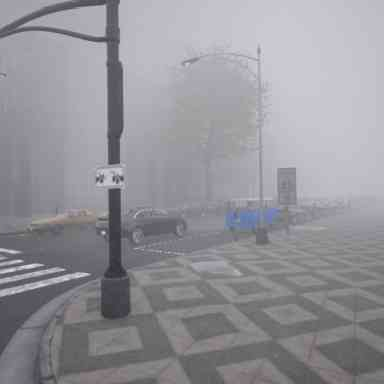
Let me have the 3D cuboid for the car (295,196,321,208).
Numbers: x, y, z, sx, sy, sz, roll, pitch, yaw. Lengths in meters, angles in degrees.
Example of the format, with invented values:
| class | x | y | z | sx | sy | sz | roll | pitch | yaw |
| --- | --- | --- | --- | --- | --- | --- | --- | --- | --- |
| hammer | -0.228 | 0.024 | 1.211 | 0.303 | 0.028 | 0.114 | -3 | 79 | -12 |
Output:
| class | x | y | z | sx | sy | sz | roll | pitch | yaw |
| --- | --- | --- | --- | --- | --- | --- | --- | --- | --- |
| car | 15.976 | 1.386 | 45.707 | 2.128 | 1.511 | 4.902 | -1 | -1 | 36 |

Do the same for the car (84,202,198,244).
| class | x | y | z | sx | sy | sz | roll | pitch | yaw |
| --- | --- | --- | --- | --- | --- | --- | --- | --- | --- |
| car | -2.156 | 1.429 | 15.387 | 2.128 | 1.511 | 4.902 | -1 | -1 | 36 |

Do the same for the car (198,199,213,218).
| class | x | y | z | sx | sy | sz | roll | pitch | yaw |
| --- | --- | --- | --- | --- | --- | --- | --- | --- | --- |
| car | -0.486 | 1.552 | 27.563 | 1.887 | 1.381 | 4.507 | -1 | 0 | 36 |

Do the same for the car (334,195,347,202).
| class | x | y | z | sx | sy | sz | roll | pitch | yaw |
| --- | --- | --- | --- | --- | --- | --- | --- | --- | --- |
| car | 33.185 | 1.415 | 74.332 | 1.887 | 1.381 | 4.507 | -1 | -1 | 36 |

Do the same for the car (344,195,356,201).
| class | x | y | z | sx | sy | sz | roll | pitch | yaw |
| --- | --- | --- | --- | --- | --- | --- | --- | --- | --- |
| car | 39.548 | 1.401 | 83.169 | 2.008 | 1.369 | 4.403 | -1 | -1 | 36 |

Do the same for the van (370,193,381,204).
| class | x | y | z | sx | sy | sz | roll | pitch | yaw |
| --- | --- | --- | --- | --- | --- | --- | --- | --- | --- |
| van | 28.704 | 1.102 | 53.524 | 1.690 | 1.788 | 3.998 | -1 | -1 | 36 |

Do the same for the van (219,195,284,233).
| class | x | y | z | sx | sy | sz | roll | pitch | yaw |
| --- | --- | --- | --- | --- | --- | --- | --- | --- | --- |
| van | 3.401 | 1.212 | 18.379 | 1.690 | 1.788 | 3.998 | -1 | 0 | 36 |

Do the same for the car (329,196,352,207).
| class | x | y | z | sx | sy | sz | roll | pitch | yaw |
| --- | --- | --- | --- | --- | --- | --- | --- | --- | --- |
| car | 21.819 | 1.376 | 48.686 | 2.033 | 1.411 | 5.357 | -1 | -1 | 36 |

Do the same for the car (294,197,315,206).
| class | x | y | z | sx | sy | sz | roll | pitch | yaw |
| --- | --- | --- | --- | --- | --- | --- | --- | --- | --- |
| car | 18.055 | 1.492 | 53.316 | 1.947 | 1.339 | 4.313 | -1 | 0 | 36 |

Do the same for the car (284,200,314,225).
| class | x | y | z | sx | sy | sz | roll | pitch | yaw |
| --- | --- | --- | --- | --- | --- | --- | --- | --- | --- |
| car | 6.566 | 1.422 | 22.770 | 1.947 | 1.339 | 4.313 | -1 | 0 | 36 |

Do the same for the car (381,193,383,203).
| class | x | y | z | sx | sy | sz | roll | pitch | yaw |
| --- | --- | --- | --- | --- | --- | --- | --- | --- | --- |
| car | 31.968 | 1.274 | 58.053 | 1.752 | 1.417 | 4.829 | -1 | -1 | 36 |

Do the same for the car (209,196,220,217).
| class | x | y | z | sx | sy | sz | roll | pitch | yaw |
| --- | --- | --- | --- | --- | --- | --- | --- | --- | --- |
| car | 2.601 | 1.307 | 31.857 | 2.192 | 1.841 | 5.009 | -1 | 0 | 36 |

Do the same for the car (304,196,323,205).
| class | x | y | z | sx | sy | sz | roll | pitch | yaw |
| --- | --- | --- | --- | --- | --- | --- | --- | --- | --- |
| car | 21.046 | 1.440 | 57.472 | 1.752 | 1.417 | 4.829 | -1 | -1 | 36 |

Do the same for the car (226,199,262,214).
| class | x | y | z | sx | sy | sz | roll | pitch | yaw |
| --- | --- | --- | --- | --- | --- | --- | --- | --- | --- |
| car | 5.695 | 1.529 | 36.148 | 2.008 | 1.369 | 4.403 | -1 | 0 | 36 |

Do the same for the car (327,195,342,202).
| class | x | y | z | sx | sy | sz | roll | pitch | yaw |
| --- | --- | --- | --- | --- | --- | --- | --- | --- | --- |
| car | 30.004 | 1.432 | 69.914 | 2.008 | 1.369 | 4.403 | -1 | -1 | 36 |

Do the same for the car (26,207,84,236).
| class | x | y | z | sx | sy | sz | roll | pitch | yaw |
| --- | --- | --- | --- | --- | --- | --- | --- | --- | --- |
| car | -6.772 | 1.564 | 18.843 | 1.752 | 1.417 | 4.829 | -1 | 0 | 36 |

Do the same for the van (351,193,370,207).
| class | x | y | z | sx | sy | sz | roll | pitch | yaw |
| --- | --- | --- | --- | --- | --- | --- | --- | --- | --- |
| van | 22.378 | 1.127 | 44.737 | 1.690 | 1.788 | 3.998 | -1 | 0 | 36 |

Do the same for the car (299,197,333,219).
| class | x | y | z | sx | sy | sz | roll | pitch | yaw |
| --- | --- | --- | --- | --- | --- | --- | --- | --- | --- |
| car | 9.729 | 1.385 | 27.163 | 1.887 | 1.381 | 4.507 | -1 | 0 | 36 |

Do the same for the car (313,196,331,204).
| class | x | y | z | sx | sy | sz | roll | pitch | yaw |
| --- | --- | --- | --- | --- | --- | --- | --- | --- | --- |
| car | 24.236 | 1.453 | 61.902 | 2.008 | 1.369 | 4.403 | -1 | -1 | 36 |

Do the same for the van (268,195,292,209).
| class | x | y | z | sx | sy | sz | roll | pitch | yaw |
| --- | --- | --- | --- | --- | --- | --- | --- | --- | --- |
| van | 11.872 | 1.292 | 44.734 | 1.690 | 1.788 | 3.998 | -1 | 0 | 36 |

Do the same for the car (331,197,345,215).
| class | x | y | z | sx | sy | sz | roll | pitch | yaw |
| --- | --- | --- | --- | --- | --- | --- | --- | --- | --- |
| car | 12.893 | 1.408 | 31.557 | 1.802 | 1.307 | 4.206 | -1 | 0 | 36 |

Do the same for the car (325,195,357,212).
| class | x | y | z | sx | sy | sz | roll | pitch | yaw |
| --- | --- | --- | --- | --- | --- | --- | --- | --- | --- |
| car | 16.055 | 1.363 | 35.950 | 2.008 | 1.369 | 4.403 | -1 | 0 | 36 |

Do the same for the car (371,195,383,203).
| class | x | y | z | sx | sy | sz | roll | pitch | yaw |
| --- | --- | --- | --- | --- | --- | --- | --- | --- | --- |
| car | 35.032 | 1.304 | 62.308 | 1.947 | 1.339 | 4.313 | -1 | -1 | 36 |
